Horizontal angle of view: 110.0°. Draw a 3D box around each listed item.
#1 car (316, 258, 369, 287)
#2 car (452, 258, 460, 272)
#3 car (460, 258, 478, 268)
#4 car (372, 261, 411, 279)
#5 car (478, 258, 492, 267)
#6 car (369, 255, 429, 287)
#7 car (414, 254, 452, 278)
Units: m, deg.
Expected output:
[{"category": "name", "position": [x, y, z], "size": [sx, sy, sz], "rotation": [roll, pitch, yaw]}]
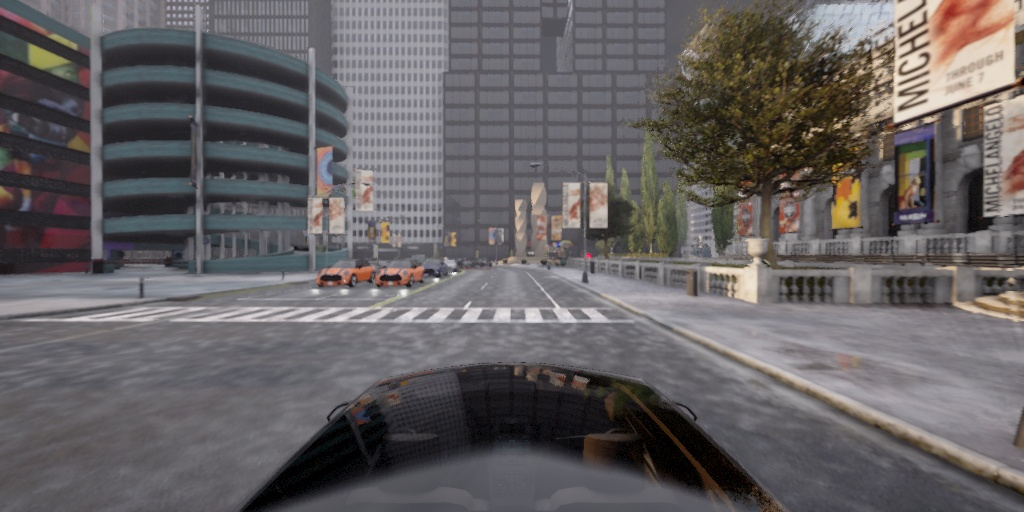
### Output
[{"category": "car", "position": [-10.591, 1.003, 23.157], "size": [2.097, 1.767, 4.553], "rotation": [0, 0, 0]}, {"category": "car", "position": [-7.334, 1.091, 41.819], "size": [1.812, 1.442, 4.674], "rotation": [0, 0, -7]}, {"category": "car", "position": [-7.367, 0.999, 54.472], "size": [2.128, 1.511, 4.902], "rotation": [0, 0, -25]}, {"category": "car", "position": [-10.571, 1.175, 31.762], "size": [1.994, 1.385, 4.181], "rotation": [0, 0, 0]}, {"category": "car", "position": [-4.679, 1.022, 56.915], "size": [1.812, 1.442, 4.674], "rotation": [0, 0, -29]}, {"category": "car", "position": [-7.092, 1.003, 23.131], "size": [2.097, 1.767, 4.553], "rotation": [0, 0, 0]}, {"category": "car", "position": [-7.071, 0.962, 32.055], "size": [2.097, 1.767, 4.553], "rotation": [0, 0, 0]}]
